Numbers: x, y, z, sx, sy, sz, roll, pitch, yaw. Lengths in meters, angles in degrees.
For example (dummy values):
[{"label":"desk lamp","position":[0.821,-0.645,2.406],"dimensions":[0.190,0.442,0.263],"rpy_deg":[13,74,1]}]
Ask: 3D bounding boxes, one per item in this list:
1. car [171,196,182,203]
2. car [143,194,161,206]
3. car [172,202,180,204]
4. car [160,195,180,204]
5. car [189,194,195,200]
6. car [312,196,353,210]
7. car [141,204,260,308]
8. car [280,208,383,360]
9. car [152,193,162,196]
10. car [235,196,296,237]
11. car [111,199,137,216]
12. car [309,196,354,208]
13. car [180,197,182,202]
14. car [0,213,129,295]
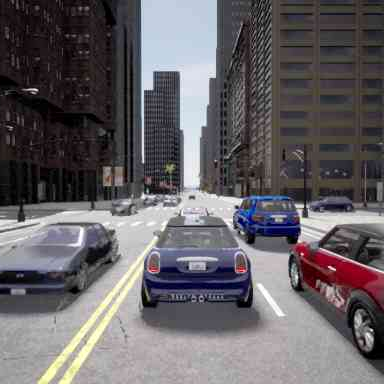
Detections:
[{"label":"car","position":[-3.251,1.510,70.761],"dimensions":[1.994,1.385,4.181],"rpy_deg":[0,0,0]},{"label":"car","position":[-6.593,1.455,52.407],"dimensions":[2.128,1.511,4.902],"rpy_deg":[0,0,0]},{"label":"car","position":[0.093,1.480,17.021],"dimensions":[2.128,1.511,4.902],"rpy_deg":[0,0,0]},{"label":"car","position":[-3.346,1.565,51.532],"dimensions":[1.895,1.301,4.718],"rpy_deg":[0,0,3]},{"label":"car","position":[-0.001,1.456,92.237],"dimensions":[1.837,1.490,4.892],"rpy_deg":[0,0,0]},{"label":"car","position":[16.678,1.323,39.578],"dimensions":[4.097,1.590,1.967],"rpy_deg":[0,1,0]},{"label":"car","position":[0.095,1.348,8.084],"dimensions":[2.097,1.767,4.553],"rpy_deg":[0,0,0]},{"label":"car","position":[3.345,1.349,6.125],"dimensions":[2.097,1.767,4.553],"rpy_deg":[0,0,0]},{"label":"car","position":[-6.501,1.310,69.116],"dimensions":[2.097,1.767,4.553],"rpy_deg":[0,0,0]},{"label":"car","position":[3.352,1.211,15.835],"dimensions":[2.150,2.045,5.566],"rpy_deg":[0,0,-2]},{"label":"car","position":[-6.599,1.467,32.613],"dimensions":[2.128,1.511,4.902],"rpy_deg":[0,0,0]},{"label":"car","position":[15.352,1.277,36.877],"dimensions":[4.553,1.767,2.097],"rpy_deg":[0,1,-1]},{"label":"car","position":[-3.319,1.524,60.911],"dimensions":[1.994,1.385,4.181],"rpy_deg":[0,0,1]},{"label":"car","position":[-3.350,1.542,9.079],"dimensions":[2.033,1.411,5.357],"rpy_deg":[0,0,0]}]
